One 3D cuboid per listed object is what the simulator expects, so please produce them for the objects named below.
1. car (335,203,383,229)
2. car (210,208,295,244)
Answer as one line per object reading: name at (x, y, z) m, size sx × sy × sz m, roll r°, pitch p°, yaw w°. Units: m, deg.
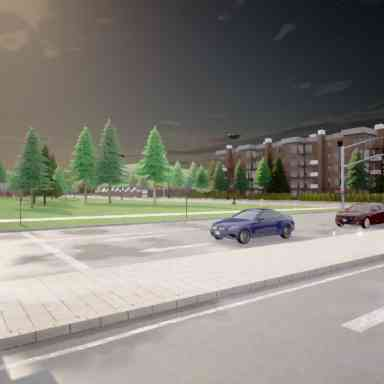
car at (11.445, 1.478, 21.925) m, size 5.008 × 1.535 × 1.882 m, roll 0°, pitch 0°, yaw -35°
car at (3.004, 1.526, 15.935) m, size 4.674 × 1.442 × 1.812 m, roll 0°, pitch 0°, yaw -36°
